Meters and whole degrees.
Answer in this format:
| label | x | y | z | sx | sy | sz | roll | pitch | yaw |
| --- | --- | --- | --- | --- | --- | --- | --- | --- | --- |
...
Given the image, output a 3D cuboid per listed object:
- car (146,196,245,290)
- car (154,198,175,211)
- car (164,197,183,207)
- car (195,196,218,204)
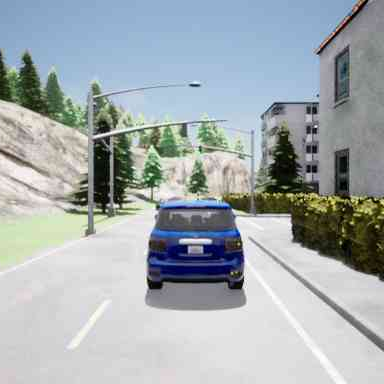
| label | x | y | z | sx | sy | sz | roll | pitch | yaw |
| --- | --- | --- | --- | --- | --- | --- | --- | --- | --- |
| car | 0.089 | 1.224 | 9.205 | 2.150 | 2.045 | 5.566 | 0 | 0 | 0 |
| car | -3.427 | 1.504 | 41.720 | 2.128 | 1.511 | 4.902 | 0 | 0 | 1 |
| car | -2.769 | 1.519 | 52.068 | 1.837 | 1.490 | 4.892 | 0 | 1 | 11 |
| car | 2.929 | 1.512 | 66.432 | 2.128 | 1.511 | 4.902 | 0 | 0 | 35 |
